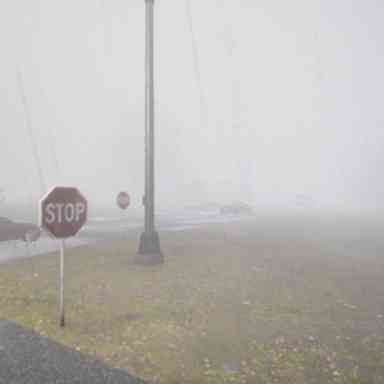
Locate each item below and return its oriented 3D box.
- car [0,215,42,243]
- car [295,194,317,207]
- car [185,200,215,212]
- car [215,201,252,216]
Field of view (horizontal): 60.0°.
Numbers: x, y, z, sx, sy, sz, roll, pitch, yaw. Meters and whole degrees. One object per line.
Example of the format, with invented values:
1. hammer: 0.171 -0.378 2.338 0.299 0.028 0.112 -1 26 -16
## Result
1. car: -8.808 1.560 14.121 1.812 1.442 4.674 0 0 34
2. car: 19.065 1.414 56.198 2.150 2.045 5.566 1 0 31
3. car: 1.249 1.670 41.823 2.033 1.411 5.357 0 0 34
4. car: 4.510 1.644 34.077 1.812 1.442 4.674 0 0 34
